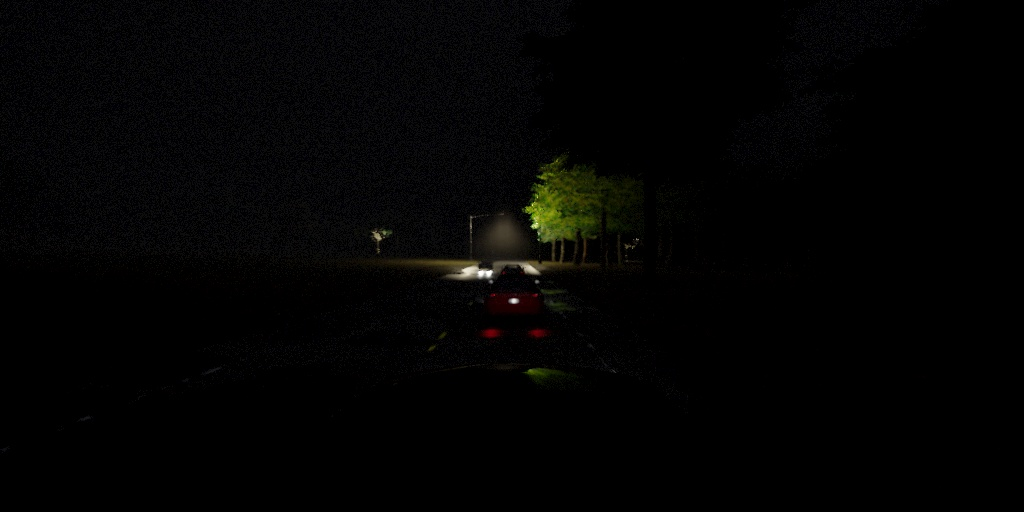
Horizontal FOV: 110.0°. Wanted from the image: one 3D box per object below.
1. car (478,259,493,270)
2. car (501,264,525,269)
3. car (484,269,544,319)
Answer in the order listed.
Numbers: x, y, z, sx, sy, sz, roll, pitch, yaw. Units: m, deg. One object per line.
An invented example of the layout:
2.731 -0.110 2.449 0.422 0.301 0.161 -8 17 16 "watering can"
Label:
-3.583 1.137 49.312 2.128 1.511 4.902 0 1 0 "car"
0.073 1.332 28.086 1.994 1.385 4.181 0 0 0 "car"
0.072 1.341 12.952 1.994 1.385 4.181 0 0 0 "car"
